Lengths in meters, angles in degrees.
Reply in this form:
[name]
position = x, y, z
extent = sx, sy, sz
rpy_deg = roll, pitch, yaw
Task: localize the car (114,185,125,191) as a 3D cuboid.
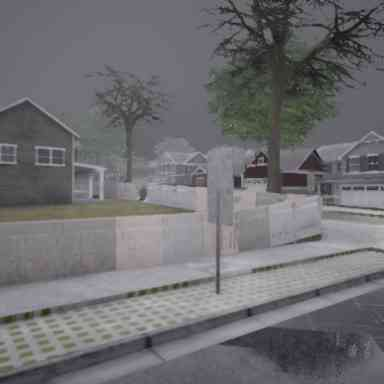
[car]
position = -11.742, -0.608, 51.204
extent = 1.812, 1.442, 4.674
rpy_deg = 0, 2, -34
